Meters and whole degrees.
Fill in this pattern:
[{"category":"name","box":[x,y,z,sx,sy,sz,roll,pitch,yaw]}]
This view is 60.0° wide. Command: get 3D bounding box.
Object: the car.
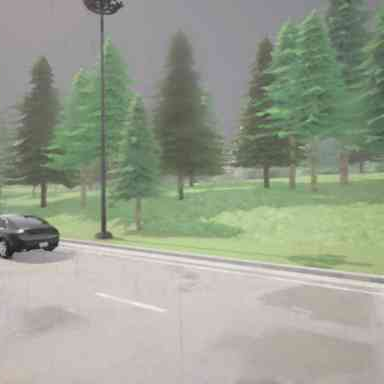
[{"category":"car","box":[-7.306,1.654,13.410,4.892,1.490,1.837,0,0,36]}]
